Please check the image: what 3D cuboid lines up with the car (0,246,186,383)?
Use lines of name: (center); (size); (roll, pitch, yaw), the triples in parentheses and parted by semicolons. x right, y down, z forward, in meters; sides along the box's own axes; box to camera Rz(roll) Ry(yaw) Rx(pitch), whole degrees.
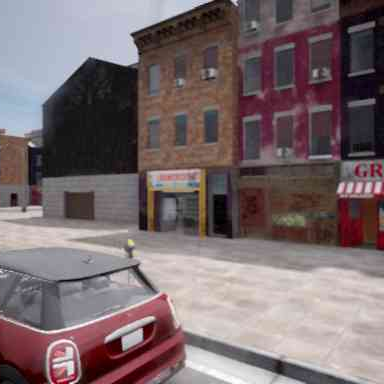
car: (-2.154, 1.451, 4.343); (4.097, 1.590, 1.967); (0, 0, 35)
